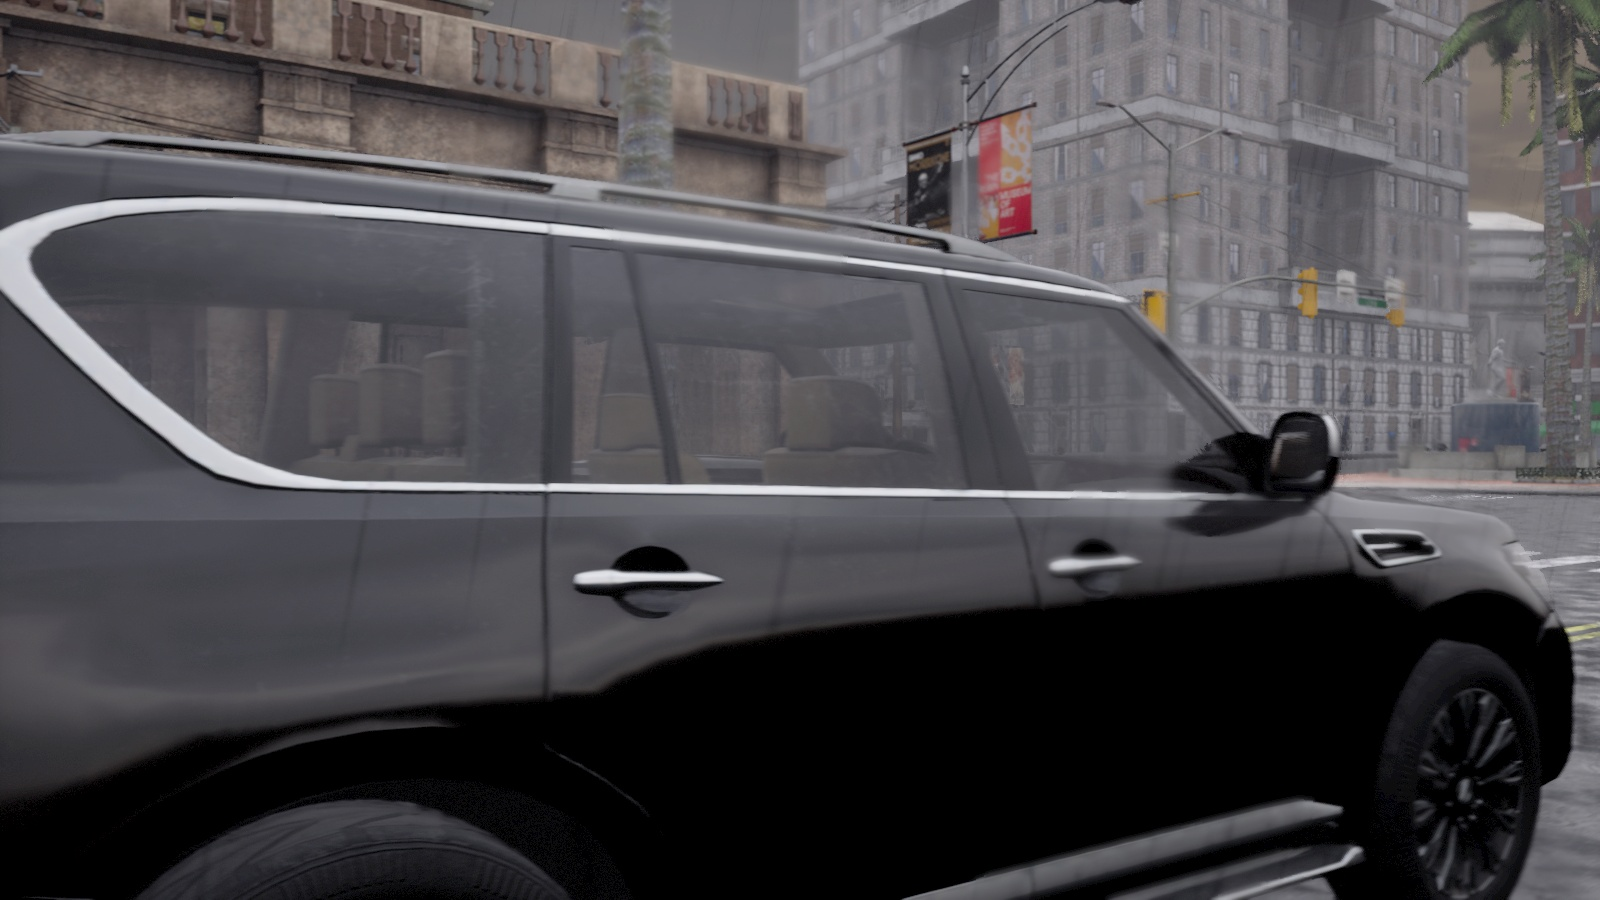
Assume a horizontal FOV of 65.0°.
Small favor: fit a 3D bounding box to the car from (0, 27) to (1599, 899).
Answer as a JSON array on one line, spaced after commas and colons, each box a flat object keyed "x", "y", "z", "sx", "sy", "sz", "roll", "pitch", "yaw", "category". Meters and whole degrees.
[{"x": -0.068, "y": 0.465, "z": 3.614, "sx": 5.566, "sy": 2.045, "sz": 2.150, "roll": 0, "pitch": 0, "yaw": -35, "category": "car"}]
